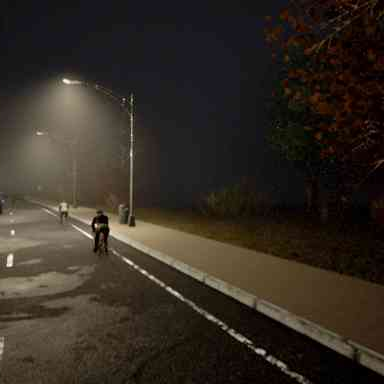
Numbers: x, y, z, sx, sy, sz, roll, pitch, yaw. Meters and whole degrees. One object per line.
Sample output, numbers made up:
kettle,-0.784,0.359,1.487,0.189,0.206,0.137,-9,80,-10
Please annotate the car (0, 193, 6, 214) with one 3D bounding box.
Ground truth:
car,-18.102,1.161,30.048,1.882,1.535,5.008,0,0,-29

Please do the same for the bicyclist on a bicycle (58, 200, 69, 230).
bicyclist on a bicycle,-7.098,1.284,18.450,0.582,1.620,1.656,0,0,-28

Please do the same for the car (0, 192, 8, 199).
car,-37.513,0.805,68.167,2.128,1.511,4.902,0,1,-33

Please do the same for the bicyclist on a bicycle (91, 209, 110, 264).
bicyclist on a bicycle,-2.857,1.365,10.414,0.582,1.620,1.656,0,0,-27

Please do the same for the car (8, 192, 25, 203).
car,-27.287,0.971,52.073,1.837,1.490,4.892,0,1,-31
